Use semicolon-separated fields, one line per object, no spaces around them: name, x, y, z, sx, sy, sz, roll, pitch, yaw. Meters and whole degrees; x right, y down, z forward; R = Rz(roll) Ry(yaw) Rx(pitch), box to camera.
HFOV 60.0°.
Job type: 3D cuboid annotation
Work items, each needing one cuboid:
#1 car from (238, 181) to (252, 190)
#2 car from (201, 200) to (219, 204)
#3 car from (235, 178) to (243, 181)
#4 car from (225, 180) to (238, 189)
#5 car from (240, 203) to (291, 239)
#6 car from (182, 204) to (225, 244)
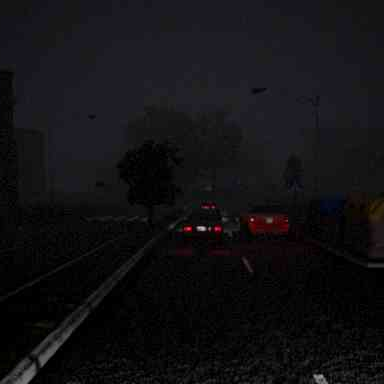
car;12.476;-1.279;76.798;1.895;1.301;4.718;0;5;-1
car;1.763;1.489;31.466;1.837;1.490;4.892;0;0;5
car;13.161;-2.988;91.920;2.150;2.045;5.566;1;5;8
car;9.460;-1.374;77.531;1.994;1.385;4.181;0;5;-2
car;3.713;1.352;17.529;2.097;1.767;4.553;0;0;3
car;0.577;1.530;15.789;2.033;1.411;5.357;0;0;3
